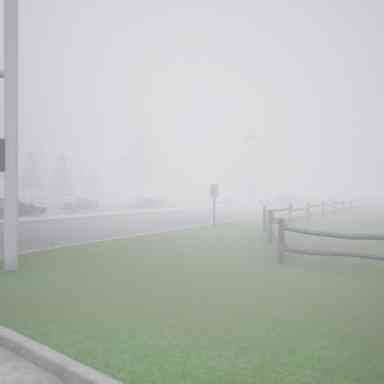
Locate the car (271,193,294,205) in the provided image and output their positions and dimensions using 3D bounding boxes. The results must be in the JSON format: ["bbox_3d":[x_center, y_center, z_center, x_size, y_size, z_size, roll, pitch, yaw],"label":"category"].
[{"bbox_3d":[16.624,1.221,60.822,2.150,2.045,5.566,0,0,36],"label":"car"}]

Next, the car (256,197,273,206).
[{"bbox_3d":[12.125,1.564,54.544,1.994,1.385,4.181,0,0,36],"label":"car"}]

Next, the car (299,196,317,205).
[{"bbox_3d":[21.461,1.505,61.337,1.837,1.490,4.892,0,0,36],"label":"car"}]

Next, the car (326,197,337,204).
[{"bbox_3d":[24.612,1.564,59.719,1.994,1.385,4.181,0,0,36],"label":"car"}]

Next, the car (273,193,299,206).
[{"bbox_3d":[15.313,1.218,52.857,2.150,2.045,5.566,0,0,36],"label":"car"}]

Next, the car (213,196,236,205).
[{"bbox_3d":[6.263,1.528,60.187,1.812,1.442,4.674,0,0,36],"label":"car"}]

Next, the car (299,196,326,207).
[{"bbox_3d":[18.655,1.478,51.499,1.882,1.535,5.008,0,0,36],"label":"car"}]

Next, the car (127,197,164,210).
[{"bbox_3d":[-6.147,1.504,42.571,1.837,1.490,4.892,0,0,35],"label":"car"}]

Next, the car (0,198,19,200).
[{"bbox_3d":[-18.231,1.352,31.250,2.097,1.767,4.553,0,0,35],"label":"car"}]

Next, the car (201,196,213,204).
[{"bbox_3d":[3.612,1.505,62.493,1.882,1.535,5.008,0,0,36],"label":"car"}]

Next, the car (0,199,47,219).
[{"bbox_3d":[-15.430,1.601,29.147,1.895,1.301,4.718,0,0,35],"label":"car"}]

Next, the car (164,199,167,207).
[{"bbox_3d":[-5.700,1.491,49.358,2.128,1.511,4.902,0,0,35],"label":"car"}]

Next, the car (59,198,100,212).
[{"bbox_3d":[-13.030,1.492,38.776,2.128,1.511,4.902,0,0,35],"label":"car"}]
